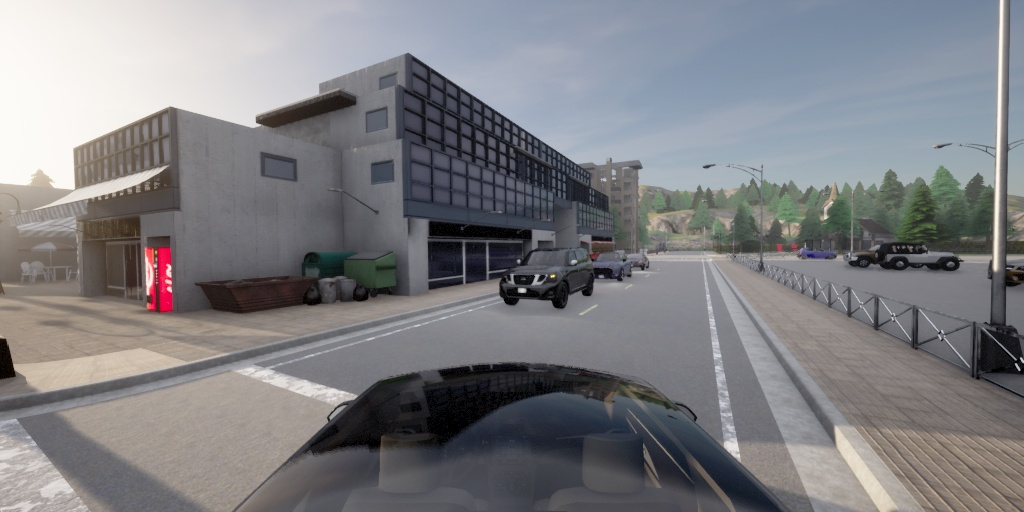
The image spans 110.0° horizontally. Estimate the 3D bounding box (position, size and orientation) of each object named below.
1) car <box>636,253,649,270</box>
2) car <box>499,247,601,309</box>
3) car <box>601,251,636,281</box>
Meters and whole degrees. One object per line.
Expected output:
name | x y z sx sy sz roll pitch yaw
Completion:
car | 10.958 0.446 31.715 1.812 1.442 4.674 0 2 28
car | 1.606 0.686 13.959 2.150 2.045 5.566 0 1 28
car | 6.188 0.550 22.663 2.097 1.767 4.553 0 2 28
